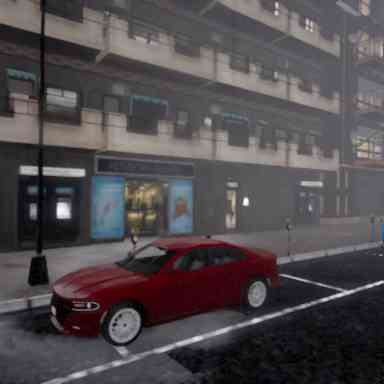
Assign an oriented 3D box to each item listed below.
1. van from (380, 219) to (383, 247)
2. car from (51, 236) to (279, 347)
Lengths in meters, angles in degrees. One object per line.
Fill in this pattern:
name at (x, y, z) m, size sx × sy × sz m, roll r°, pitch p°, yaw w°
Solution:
van at (8.955, 1.482, 12.935) m, size 3.998 × 1.788 × 1.690 m, roll 1°, pitch 0°, yaw -35°
car at (-0.267, 1.576, 6.361) m, size 4.507 × 1.381 × 1.887 m, roll 1°, pitch 0°, yaw -35°
